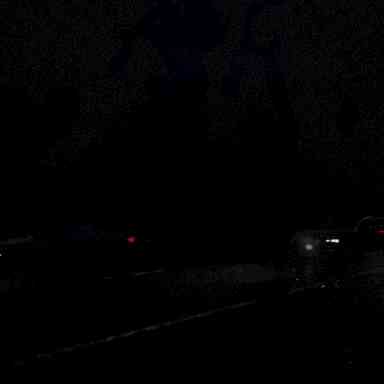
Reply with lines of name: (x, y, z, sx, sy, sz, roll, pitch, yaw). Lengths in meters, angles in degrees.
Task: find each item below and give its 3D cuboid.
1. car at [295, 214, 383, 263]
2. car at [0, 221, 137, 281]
car: (5.896, 1.590, 12.505, 4.902, 1.511, 2.128, 1, 0, -35)
car: (-3.779, 1.581, 9.896, 4.181, 1.385, 1.994, 0, 0, -36)
